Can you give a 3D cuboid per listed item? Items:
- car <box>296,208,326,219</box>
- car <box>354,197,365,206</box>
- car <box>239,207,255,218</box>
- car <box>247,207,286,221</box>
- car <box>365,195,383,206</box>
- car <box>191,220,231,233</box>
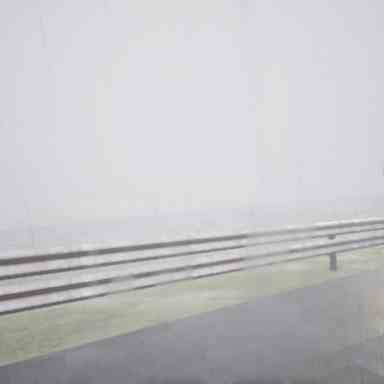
[{"bbox_3d":[17.321,3.052,48.094,4.902,1.511,2.128,-4,2,-28],"label":"car"},{"bbox_3d":[33.525,1.805,64.480,4.902,1.511,2.128,-4,2,-28],"label":"car"},{"bbox_3d":[9.608,3.136,51.955,4.553,1.767,2.097,-4,2,-28],"label":"car"},{"bbox_3d":[11.268,3.351,48.876,5.357,1.411,2.033,-4,2,-28],"label":"car"},{"bbox_3d":[35.165,1.525,61.386,5.566,2.045,2.150,-4,2,-28],"label":"car"},{"bbox_3d":[2.329,4.028,40.244,4.718,1.301,1.895,-4,2,-28],"label":"car"}]
